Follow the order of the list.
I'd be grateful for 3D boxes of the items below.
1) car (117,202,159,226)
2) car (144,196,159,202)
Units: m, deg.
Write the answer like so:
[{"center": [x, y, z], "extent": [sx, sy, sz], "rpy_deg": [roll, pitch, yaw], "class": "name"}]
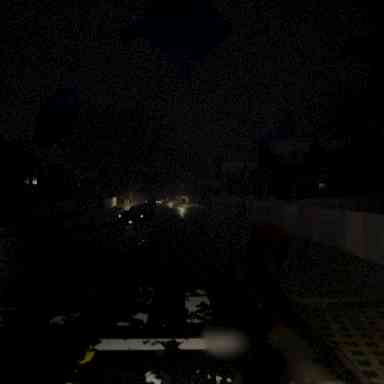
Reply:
[{"center": [-3.774, 1.627, 23.518], "extent": [1.895, 1.301, 4.718], "rpy_deg": [0, 0, 4], "class": "car"}, {"center": [-5.925, 1.451, 48.754], "extent": [2.097, 1.767, 4.553], "rpy_deg": [0, 0, -7], "class": "car"}]
